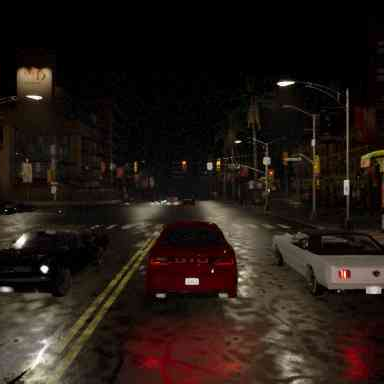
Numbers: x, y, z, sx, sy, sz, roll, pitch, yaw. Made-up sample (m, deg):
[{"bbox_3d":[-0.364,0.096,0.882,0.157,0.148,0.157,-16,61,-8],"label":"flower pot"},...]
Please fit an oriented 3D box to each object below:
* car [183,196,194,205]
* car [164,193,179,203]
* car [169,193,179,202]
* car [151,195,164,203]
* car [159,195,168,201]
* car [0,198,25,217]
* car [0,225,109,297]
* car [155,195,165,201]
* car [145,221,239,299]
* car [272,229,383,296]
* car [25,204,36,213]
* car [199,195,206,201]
[{"bbox_3d":[-0.514,1.491,57.436,2.128,1.511,4.902,0,0,1],"label":"car"},{"bbox_3d":[-4.171,1.355,71.306,2.097,1.767,4.553,0,0,-1],"label":"car"},{"bbox_3d":[-4.261,1.225,80.645,2.150,2.045,5.566,0,0,-1],"label":"car"},{"bbox_3d":[-7.674,1.540,71.568,2.033,1.411,5.357,0,0,-1],"label":"car"},{"bbox_3d":[-7.863,1.525,91.178,2.128,1.511,4.902,0,0,-1],"label":"car"},{"bbox_3d":[-19.020,1.223,30.725,5.566,2.045,2.150,0,0,2],"label":"car"},{"bbox_3d":[-3.644,1.601,8.711,1.895,1.301,4.718,0,0,0],"label":"car"},{"bbox_3d":[-7.765,1.524,81.063,1.812,1.442,4.674,0,0,-1],"label":"car"},{"bbox_3d":[-0.006,1.478,8.530,1.882,1.535,5.008,0,0,0],"label":"car"},{"bbox_3d":[3.495,1.601,8.618,1.895,1.301,4.718,0,0,0],"label":"car"},{"bbox_3d":[-18.509,1.564,34.470,4.181,1.385,1.994,0,0,-3],"label":"car"},{"bbox_3d":[2.690,1.524,85.908,1.812,1.442,4.674,0,0,-1],"label":"car"}]
